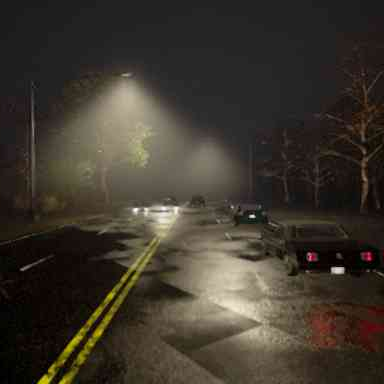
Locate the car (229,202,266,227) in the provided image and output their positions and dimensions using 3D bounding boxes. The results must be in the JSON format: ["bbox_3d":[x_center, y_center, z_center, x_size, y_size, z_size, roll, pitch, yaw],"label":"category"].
[{"bbox_3d":[3.400,1.327,20.615,1.994,1.385,4.181,-1,0,1],"label":"car"}]

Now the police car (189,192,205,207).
[{"bbox_3d":[0.632,0.973,41.908,1.930,1.638,5.238,-2,1,-1],"label":"police car"}]

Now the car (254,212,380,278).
[{"bbox_3d":[3.288,1.471,9.679,1.895,1.301,4.718,-1,0,0],"label":"car"}]

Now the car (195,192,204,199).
[{"bbox_3d":[1.715,0.690,74.041,2.033,1.411,5.357,0,1,3],"label":"car"}]

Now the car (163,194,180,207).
[{"bbox_3d":[-2.643,1.090,43.200,1.837,1.490,4.892,0,0,2],"label":"car"}]

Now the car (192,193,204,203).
[{"bbox_3d":[1.093,0.980,55.604,1.895,1.301,4.718,-2,1,2],"label":"car"}]

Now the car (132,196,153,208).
[{"bbox_3d":[-5.978,1.198,40.643,1.994,1.385,4.181,0,1,2],"label":"car"}]
